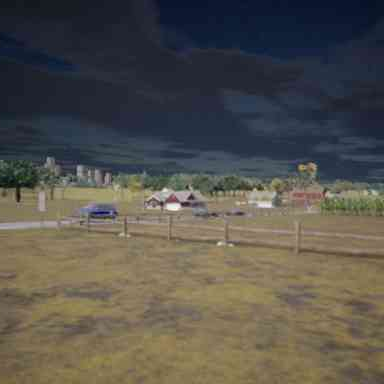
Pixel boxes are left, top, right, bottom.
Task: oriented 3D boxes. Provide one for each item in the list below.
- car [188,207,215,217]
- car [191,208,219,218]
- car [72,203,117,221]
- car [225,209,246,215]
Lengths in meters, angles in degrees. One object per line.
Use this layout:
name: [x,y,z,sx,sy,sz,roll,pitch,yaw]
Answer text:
car: [1.708,3.457,57.301,2.128,1.511,4.902,0,-2,36]
car: [2.276,3.412,53.263,2.033,1.411,5.357,0,-2,36]
car: [-11.336,2.357,39.235,2.150,2.045,5.566,0,-2,35]
car: [8.006,3.780,61.358,2.033,1.411,5.357,0,-2,36]
